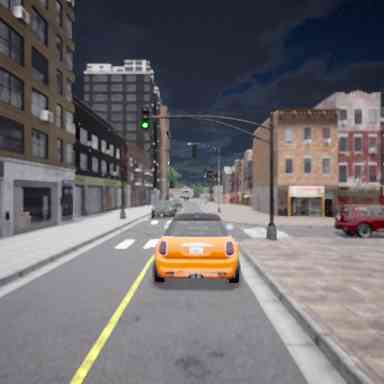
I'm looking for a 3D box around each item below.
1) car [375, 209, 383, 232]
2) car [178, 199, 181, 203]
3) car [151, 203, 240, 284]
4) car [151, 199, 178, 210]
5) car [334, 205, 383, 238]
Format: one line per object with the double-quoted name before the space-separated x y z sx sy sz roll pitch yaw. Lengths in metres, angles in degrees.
"car" 14.945 1.928 21.765 4.892 1.490 1.837 1 0 1
"car" -2.833 1.872 43.268 2.033 1.411 5.357 0 -1 0
"car" 0.191 1.386 9.841 2.097 1.767 4.553 0 0 2
"car" -2.796 1.561 32.599 2.097 1.767 4.553 0 -1 -1
"car" 10.822 1.675 19.135 5.009 1.841 2.192 1 -1 0
